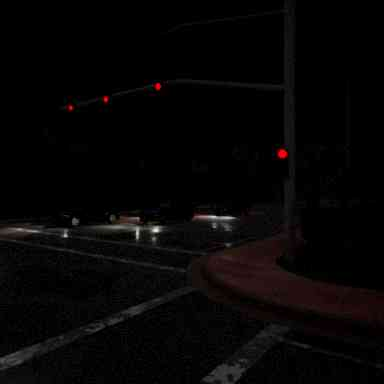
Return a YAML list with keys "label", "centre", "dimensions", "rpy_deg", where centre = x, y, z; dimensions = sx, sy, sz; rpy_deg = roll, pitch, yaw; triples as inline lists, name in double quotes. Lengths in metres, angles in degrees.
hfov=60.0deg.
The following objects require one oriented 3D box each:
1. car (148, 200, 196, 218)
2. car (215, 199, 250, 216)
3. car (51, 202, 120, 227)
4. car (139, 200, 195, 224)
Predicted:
- label: "car"
  centre: [-1.761, 1.505, 30.912]
  dimensions: [1.837, 1.490, 4.892]
  rpy_deg: [0, 0, 36]
- label: "car"
  centre: [4.082, 1.505, 33.029]
  dimensions: [1.837, 1.490, 4.892]
  rpy_deg: [0, 0, 36]
- label: "car"
  centre: [-7.289, 1.477, 23.194]
  dimensions: [1.882, 1.535, 5.008]
  rpy_deg: [0, 0, 36]
- label: "car"
  centre: [-1.774, 1.477, 24.888]
  dimensions: [1.882, 1.535, 5.008]
  rpy_deg: [0, 0, 36]
